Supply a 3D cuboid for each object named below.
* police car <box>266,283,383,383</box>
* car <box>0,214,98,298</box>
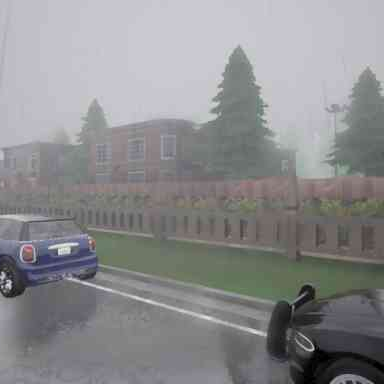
[{"bbox_3d":[3.223,1.425,2.738,5.238,1.638,1.930,0,0,38],"label":"police car"},{"bbox_3d":[-4.553,1.351,8.802,4.553,1.767,2.097,0,0,38],"label":"car"}]
